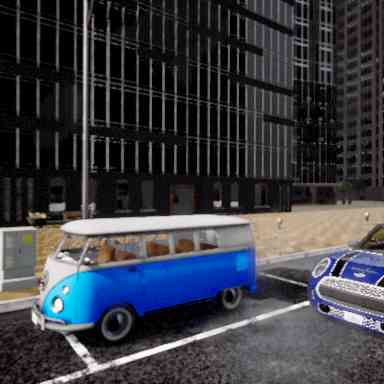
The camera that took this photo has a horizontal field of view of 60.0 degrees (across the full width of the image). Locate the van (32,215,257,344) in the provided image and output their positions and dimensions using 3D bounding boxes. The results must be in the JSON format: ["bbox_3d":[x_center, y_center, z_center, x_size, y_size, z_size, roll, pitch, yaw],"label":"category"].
[{"bbox_3d":[-0.607,1.352,6.131,3.998,1.788,1.690,0,0,-36],"label":"van"}]

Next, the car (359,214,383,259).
[{"bbox_3d":[8.473,1.574,12.631,4.829,1.417,1.752,0,0,-36],"label":"car"}]

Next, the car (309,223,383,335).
[{"bbox_3d":[4.338,1.377,6.488,4.553,1.767,2.097,0,0,-36],"label":"car"}]
